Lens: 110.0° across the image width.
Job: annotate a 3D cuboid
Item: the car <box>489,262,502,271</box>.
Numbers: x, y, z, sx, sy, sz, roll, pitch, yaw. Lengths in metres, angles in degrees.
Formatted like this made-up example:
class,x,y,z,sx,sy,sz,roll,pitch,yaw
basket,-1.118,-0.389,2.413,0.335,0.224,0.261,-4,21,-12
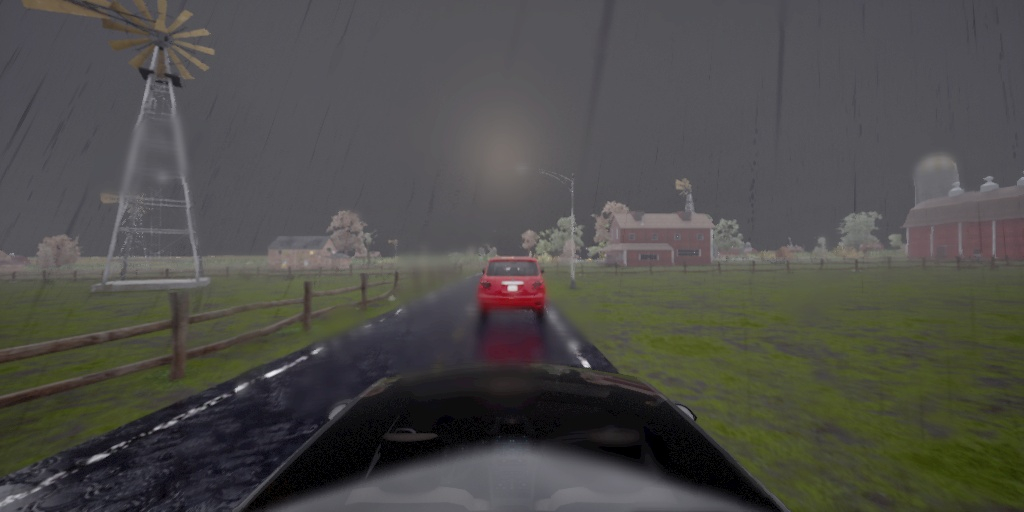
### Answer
class,x,y,z,sx,sy,sz,roll,pitch,yaw
car,-2.743,1.678,60.588,2.033,1.411,5.357,0,0,1

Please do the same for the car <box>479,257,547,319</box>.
class,x,y,z,sx,sy,sz,roll,pitch,yaw
car,0.044,1.041,13.214,2.150,2.045,5.566,0,0,1
